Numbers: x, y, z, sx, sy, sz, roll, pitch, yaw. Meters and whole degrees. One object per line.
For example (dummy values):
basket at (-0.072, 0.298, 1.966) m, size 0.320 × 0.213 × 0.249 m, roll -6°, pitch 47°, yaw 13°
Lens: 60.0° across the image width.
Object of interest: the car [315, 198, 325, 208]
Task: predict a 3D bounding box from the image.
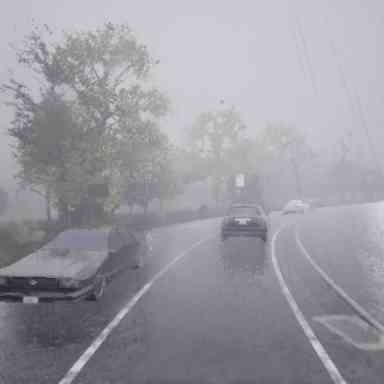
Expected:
car at (16.475, 1.562, 45.720) m, size 5.008 × 1.535 × 1.882 m, roll -1°, pitch -3°, yaw -44°

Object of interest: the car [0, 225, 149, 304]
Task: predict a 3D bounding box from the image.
car at (-2.583, 1.593, 8.674) m, size 2.033 × 1.411 × 5.357 m, roll 0°, pitch 0°, yaw 8°

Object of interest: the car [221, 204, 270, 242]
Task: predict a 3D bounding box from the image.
car at (2.806, 1.383, 16.808) m, size 2.097 × 1.767 × 4.553 m, roll -1°, pitch 0°, yaw 15°

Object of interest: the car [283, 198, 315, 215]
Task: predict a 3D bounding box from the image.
car at (10.592, 1.526, 33.412) m, size 1.812 × 1.442 × 4.674 m, roll -4°, pitch -2°, yaw 33°
